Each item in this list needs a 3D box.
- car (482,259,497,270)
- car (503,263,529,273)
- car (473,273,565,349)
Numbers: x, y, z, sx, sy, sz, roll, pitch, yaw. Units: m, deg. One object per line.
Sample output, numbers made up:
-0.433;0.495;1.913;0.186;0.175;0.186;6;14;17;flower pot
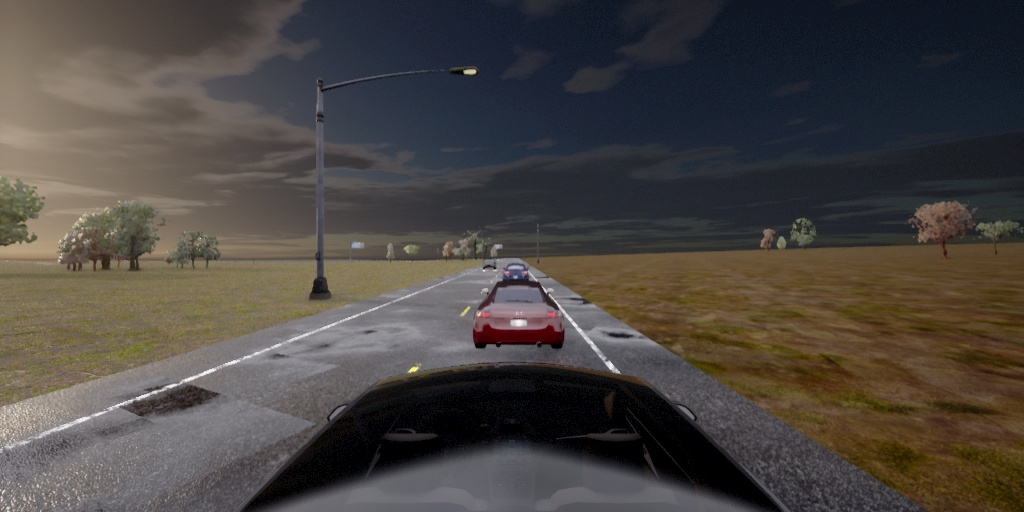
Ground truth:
-3.186;1.216;51.450;1.837;1.490;4.892;0;-1;1;car
0.293;1.257;26.460;1.812;1.442;4.674;0;0;1;car
0.155;1.309;9.169;1.994;1.385;4.181;0;0;1;car
